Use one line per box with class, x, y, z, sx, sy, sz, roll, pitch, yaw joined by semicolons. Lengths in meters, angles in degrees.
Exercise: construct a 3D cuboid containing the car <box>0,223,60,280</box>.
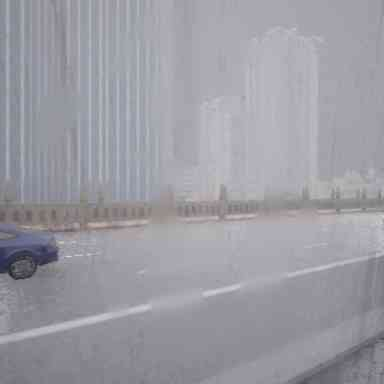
car;-5.848;1.526;8.420;4.674;1.442;1.812;0;0;-35
